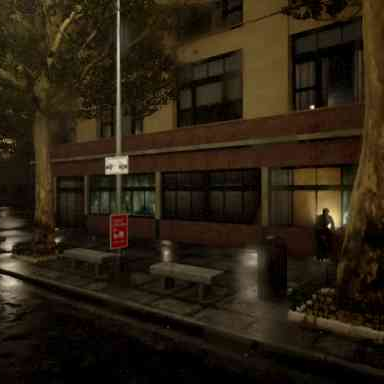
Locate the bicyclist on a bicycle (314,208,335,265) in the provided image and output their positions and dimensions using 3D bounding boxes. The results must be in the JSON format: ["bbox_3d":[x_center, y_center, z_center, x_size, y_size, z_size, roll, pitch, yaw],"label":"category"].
[{"bbox_3d":[3.994,1.318,10.007,0.582,1.620,1.656,0,4,35],"label":"bicyclist on a bicycle"}]
